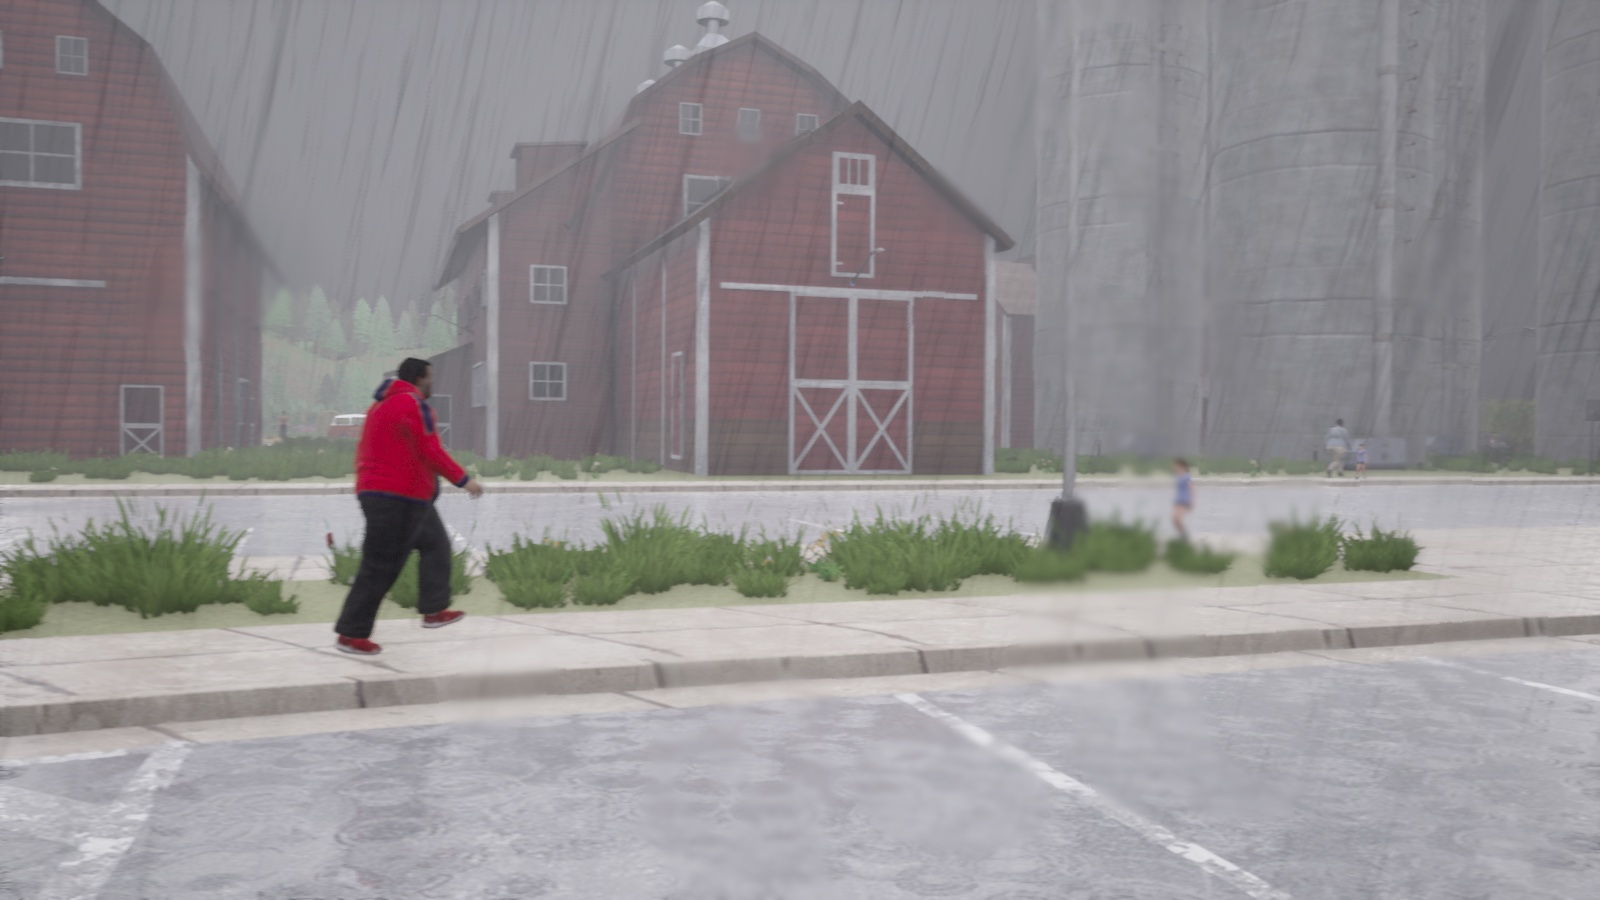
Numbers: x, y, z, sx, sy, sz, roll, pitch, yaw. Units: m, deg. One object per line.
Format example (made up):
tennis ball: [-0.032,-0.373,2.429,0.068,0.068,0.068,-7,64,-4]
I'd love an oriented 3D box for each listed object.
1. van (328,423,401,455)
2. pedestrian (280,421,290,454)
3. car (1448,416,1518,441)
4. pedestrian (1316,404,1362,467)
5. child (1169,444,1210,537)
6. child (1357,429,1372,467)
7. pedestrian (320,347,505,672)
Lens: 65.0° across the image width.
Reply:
van: [-28.895,-0.751,83.419,4.480,2.038,2.069,-2,1,-19]
pedestrian: [-28.974,-0.691,70.695,0.345,1.836,0.594,-1,1,-9]
car: [45.824,-1.441,84.333,1.851,1.617,3.988,-1,1,-18]
pedestrian: [16.136,-0.450,37.606,0.900,1.855,0.874,-1,1,-29]
child: [4.752,0.485,15.313,0.394,1.110,0.255,-1,1,-15]
child: [16.493,-0.057,36.678,0.394,1.110,0.255,-2,2,-44]
pedestrian: [-2.356,0.328,7.638,0.899,1.844,0.634,-1,1,-34]
